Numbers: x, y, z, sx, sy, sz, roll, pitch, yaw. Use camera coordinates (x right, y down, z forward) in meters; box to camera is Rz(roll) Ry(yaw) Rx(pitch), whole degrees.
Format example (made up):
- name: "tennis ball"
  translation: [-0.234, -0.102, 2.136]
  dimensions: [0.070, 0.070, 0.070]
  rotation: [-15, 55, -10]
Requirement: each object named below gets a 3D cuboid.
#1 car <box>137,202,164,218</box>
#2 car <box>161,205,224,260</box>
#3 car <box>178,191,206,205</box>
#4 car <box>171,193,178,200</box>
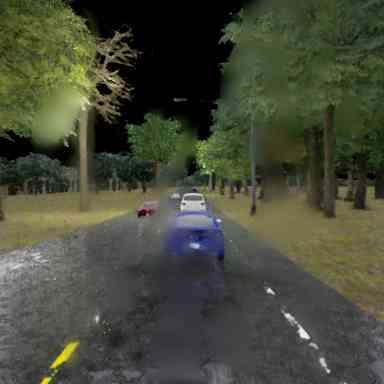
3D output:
- name: "car"
  translation: [-3.585, 1.558, 29.156]
  dimensions: [1.895, 1.301, 4.718]
  rotation: [0, 0, 0]
- name: "car"
  translation: [0.099, 1.464, 12.461]
  dimensions: [1.882, 1.535, 5.008]
  rotation: [0, 0, 0]
- name: "car"
  translation: [0.112, 1.175, 30.651]
  dimensions: [2.150, 2.045, 5.566]
  rotation: [0, 0, 0]
- name: "car"
  translation: [-3.468, 0.987, 70.955]
  dimensions: [1.812, 1.442, 4.674]
  rotation: [0, 1, 0]
